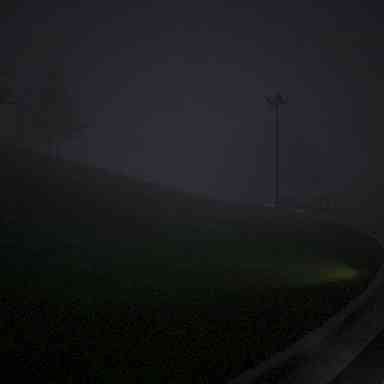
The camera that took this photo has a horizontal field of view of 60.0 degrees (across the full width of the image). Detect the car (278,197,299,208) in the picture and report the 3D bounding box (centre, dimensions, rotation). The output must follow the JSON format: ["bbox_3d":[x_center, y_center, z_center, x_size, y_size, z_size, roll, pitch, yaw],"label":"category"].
[{"bbox_3d":[13.455,1.491,46.822,2.128,1.511,4.902,0,0,-5],"label":"car"}]

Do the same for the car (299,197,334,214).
[{"bbox_3d":[13.521,1.352,35.970,2.097,1.767,4.553,0,0,3],"label":"car"}]
